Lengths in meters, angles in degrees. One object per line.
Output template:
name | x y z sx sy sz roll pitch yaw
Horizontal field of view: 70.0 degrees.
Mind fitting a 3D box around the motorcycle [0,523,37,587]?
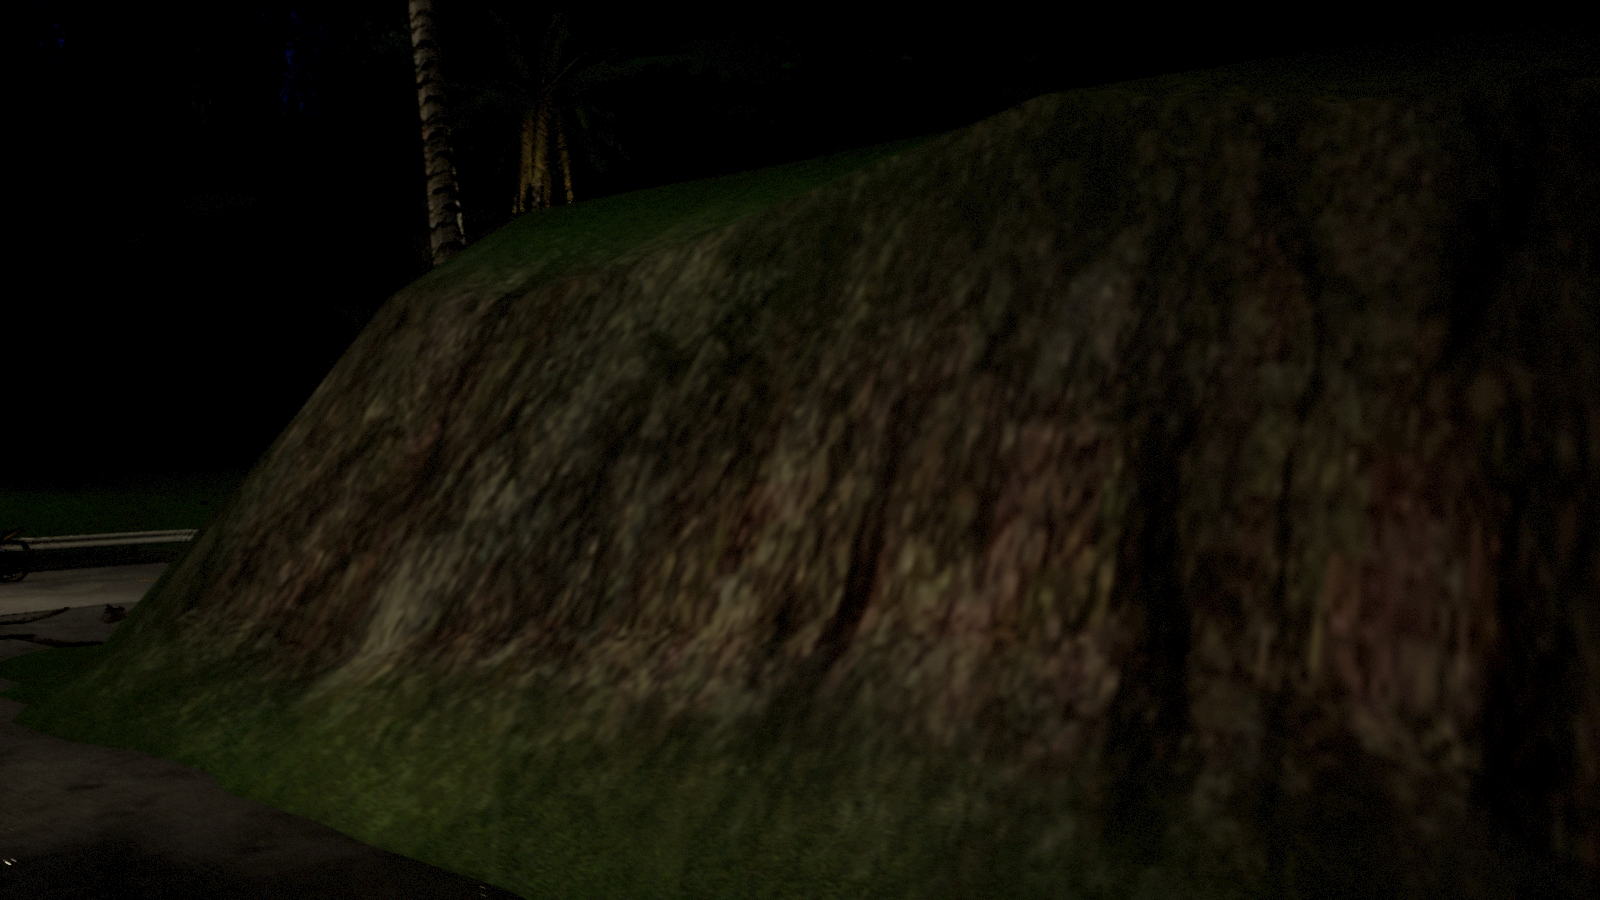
motorcycle | -17.115 2.210 23.479 0.867 1.251 2.209 0 0 33
